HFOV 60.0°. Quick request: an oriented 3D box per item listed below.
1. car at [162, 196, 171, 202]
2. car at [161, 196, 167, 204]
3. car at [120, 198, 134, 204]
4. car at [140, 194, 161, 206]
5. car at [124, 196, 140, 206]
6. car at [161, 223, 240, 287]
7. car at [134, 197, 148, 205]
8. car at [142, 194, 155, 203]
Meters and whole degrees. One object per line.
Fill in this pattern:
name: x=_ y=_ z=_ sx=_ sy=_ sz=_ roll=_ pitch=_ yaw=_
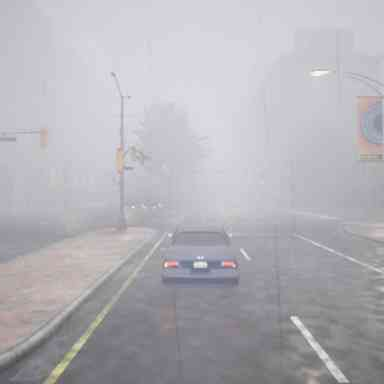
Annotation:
car: x=-6.519 y=1.778 z=86.441 sx=1.882 sy=1.535 sz=5.008 roll=0 pitch=0 yaw=1
car: x=-6.890 y=1.583 z=66.573 sx=2.097 sy=1.767 sz=4.553 roll=0 pitch=0 yaw=1
car: x=-13.560 y=1.835 z=69.634 sx=1.895 sy=1.301 sz=4.718 roll=0 pitch=0 yaw=1
car: x=-7.095 y=1.552 z=57.801 sx=2.097 sy=1.767 sz=4.553 roll=0 pitch=0 yaw=1
car: x=-10.595 y=1.551 z=57.674 sx=2.097 sy=1.767 sz=4.553 roll=0 pitch=0 yaw=1
car: x=0.230 y=1.581 z=9.475 sx=2.033 sy=1.411 sz=5.357 roll=0 pitch=0 yaw=1
car: x=-10.348 y=1.739 z=67.849 sx=1.837 sy=1.490 sz=4.892 roll=0 pitch=0 yaw=1
car: x=-10.156 y=1.497 z=78.535 sx=2.150 sy=2.045 sz=5.566 roll=0 pitch=0 yaw=1
